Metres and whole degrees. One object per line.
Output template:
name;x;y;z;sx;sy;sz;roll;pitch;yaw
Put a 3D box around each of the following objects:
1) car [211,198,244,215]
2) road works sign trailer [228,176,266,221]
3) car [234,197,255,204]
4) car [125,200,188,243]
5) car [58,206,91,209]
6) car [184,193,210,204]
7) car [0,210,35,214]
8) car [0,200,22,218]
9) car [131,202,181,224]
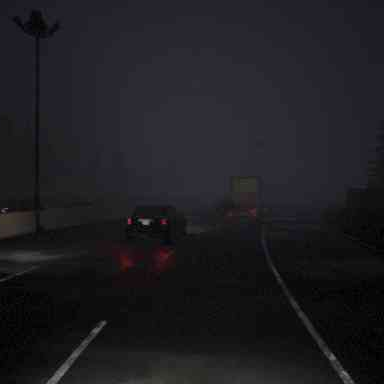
car;3.854;1.518;34.475;1.882;1.535;5.008;0;0;22
road works sign trailer;4.371;0.501;26.948;2.380;3.560;2.880;0;0;22
car;10.272;1.684;65.191;1.895;1.301;4.718;0;0;39
car;-1.608;1.359;16.354;2.097;1.767;4.553;0;0;10
car;-9.802;1.476;27.858;2.128;1.511;4.902;0;0;17
car;1.018;1.274;64.799;2.150;2.045;5.566;0;0;37
car;-13.854;1.320;26.210;2.097;1.767;4.553;0;0;15
car;-17.002;1.463;28.058;1.837;1.490;4.892;0;0;16
car;-2.715;1.558;26.708;2.033;1.411;5.357;0;0;17
